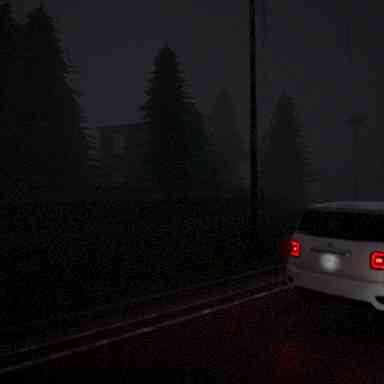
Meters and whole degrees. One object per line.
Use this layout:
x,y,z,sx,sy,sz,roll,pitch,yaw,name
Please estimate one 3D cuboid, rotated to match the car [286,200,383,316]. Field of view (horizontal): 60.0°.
4.277,1.192,7.226,5.566,2.045,2.150,0,0,-41,car
